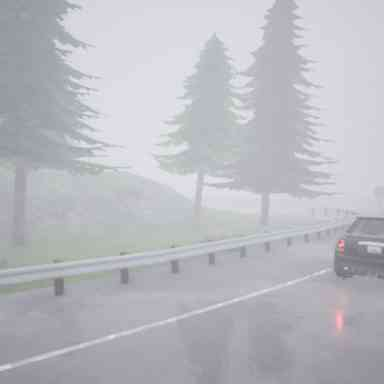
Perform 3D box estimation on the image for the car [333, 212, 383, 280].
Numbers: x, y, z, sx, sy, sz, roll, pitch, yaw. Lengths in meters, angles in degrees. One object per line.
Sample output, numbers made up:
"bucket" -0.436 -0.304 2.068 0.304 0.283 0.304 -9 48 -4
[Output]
"car" 5.711 1.322 8.962 4.553 1.767 2.097 0 0 -42
